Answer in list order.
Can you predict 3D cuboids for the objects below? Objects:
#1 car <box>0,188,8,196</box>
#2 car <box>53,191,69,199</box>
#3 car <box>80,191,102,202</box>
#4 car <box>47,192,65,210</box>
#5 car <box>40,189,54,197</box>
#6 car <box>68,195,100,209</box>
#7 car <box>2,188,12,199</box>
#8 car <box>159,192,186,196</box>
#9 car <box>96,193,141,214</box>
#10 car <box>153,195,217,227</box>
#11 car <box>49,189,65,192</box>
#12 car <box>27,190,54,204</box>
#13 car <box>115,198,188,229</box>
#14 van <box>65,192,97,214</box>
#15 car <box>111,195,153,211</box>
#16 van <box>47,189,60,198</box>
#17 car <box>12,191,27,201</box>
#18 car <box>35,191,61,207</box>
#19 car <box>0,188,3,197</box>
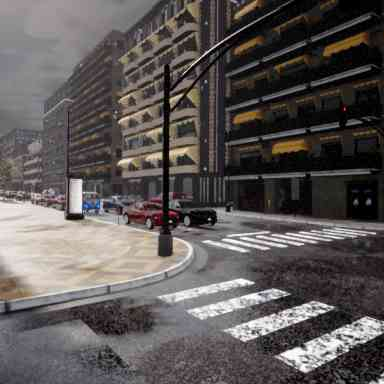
[{"bbox_3d":[-42.440,-0.022,73.893,2.192,1.841,5.009,2,0,-36],"label":"car"},{"bbox_3d":[-25.779,0.529,65.268,1.752,1.417,4.829,2,0,-36],"label":"car"},{"bbox_3d":[-15.672,0.710,51.423,1.967,1.590,4.097,2,0,-36],"label":"car"},{"bbox_3d":[-12.436,0.997,32.769,1.887,1.381,4.507,2,0,-36],"label":"car"},{"bbox_3d":[-32.345,0.272,74.270,1.967,1.590,4.097,2,0,-36],"label":"car"},{"bbox_3d":[-11.849,1.039,36.351,1.895,1.301,4.718,1,0,-36],"label":"car"},{"bbox_3d":[-32.443,0.470,60.185,1.887,1.381,4.507,2,0,-36],"label":"car"},{"bbox_3d":[-2.330,0.936,33.146,2.192,1.841,5.009,2,0,-36],"label":"car"},{"bbox_3d":[-6.028,1.083,28.364,2.128,1.511,4.902,1,0,-36],"label":"car"},{"bbox_3d":[-0.444,1.216,20.704,1.882,1.535,5.008,1,0,-35],"label":"car"},{"bbox_3d":[-17.706,0.635,44.445,2.097,1.767,4.553,1,0,-36],"label":"car"},{"bbox_3d":[-19.004,0.805,41.771,1.752,1.417,4.829,2,0,-36],"label":"car"},{"bbox_3d":[-2.433,1.261,19.061,1.887,1.381,4.507,2,0,-36],"label":"car"},{"bbox_3d":[-9.095,0.881,28.200,1.690,1.788,3.998,2,0,-36],"label":"van"},{"bbox_3d":[-6.279,1.095,34.134,2.033,1.411,5.357,1,0,-36],"label":"car"},{"bbox_3d":[-29.007,0.260,69.700,1.690,1.788,3.998,2,0,-36],"label":"van"},{"bbox_3d":[-25.771,0.541,51.046,1.967,1.590,4.097,2,0,-36],"label":"car"},{"bbox_3d":[-15.770,0.909,37.338,1.887,1.381,4.507,2,0,-36],"label":"car"},{"bbox_3d":[-39.112,0.301,69.323,2.008,1.369,4.403,2,0,-36],"label":"car"}]
